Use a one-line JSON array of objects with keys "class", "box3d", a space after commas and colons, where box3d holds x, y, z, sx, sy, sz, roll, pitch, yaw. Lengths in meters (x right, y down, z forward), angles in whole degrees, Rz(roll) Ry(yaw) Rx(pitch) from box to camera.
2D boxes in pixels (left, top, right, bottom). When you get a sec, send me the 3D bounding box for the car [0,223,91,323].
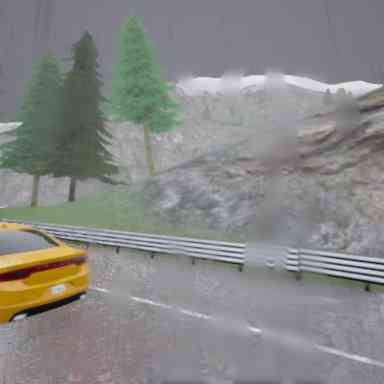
[{"class": "car", "box3d": [-4.218, 1.363, 6.678, 5.008, 1.535, 1.882, 1, 1, 33]}]
